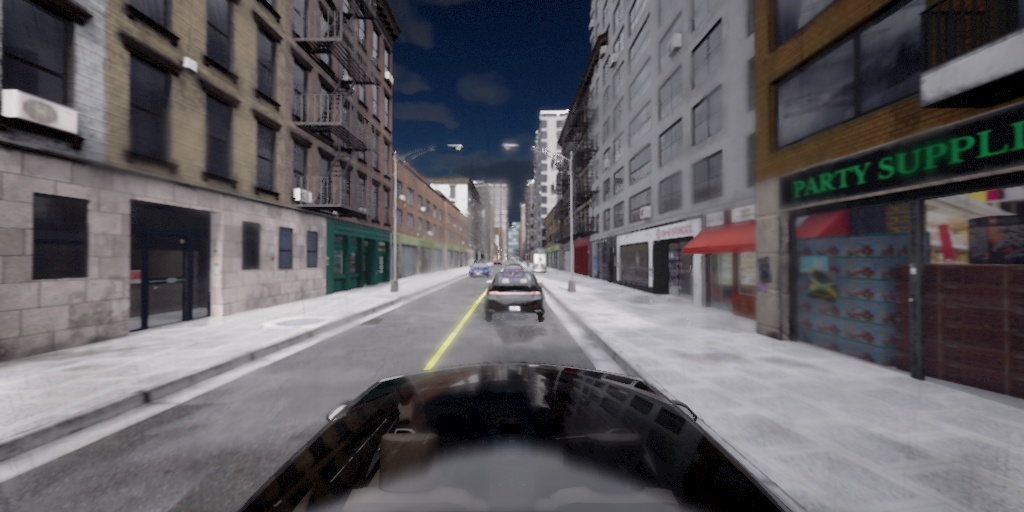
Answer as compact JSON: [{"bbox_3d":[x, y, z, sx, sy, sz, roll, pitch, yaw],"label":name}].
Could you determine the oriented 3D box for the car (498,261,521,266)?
[{"bbox_3d":[0.115,1.367,30.207,2.033,1.411,5.357,0,0,0],"label":"car"}]

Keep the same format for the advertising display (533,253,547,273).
[{"bbox_3d":[3.163,0.881,40.659,1.540,2.440,0.280,0,0,0],"label":"advertising display"}]

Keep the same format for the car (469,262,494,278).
[{"bbox_3d":[-3.074,1.361,34.867,1.812,1.442,4.674,0,0,0],"label":"car"}]

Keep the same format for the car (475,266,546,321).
[{"bbox_3d":[0.093,1.265,12.513,2.128,1.511,4.902,0,0,0],"label":"car"}]
